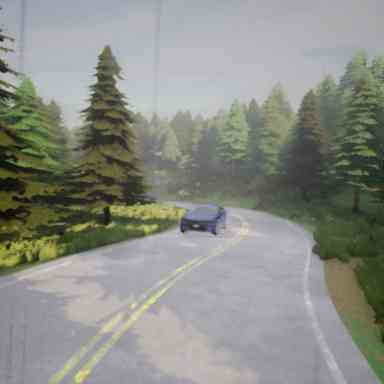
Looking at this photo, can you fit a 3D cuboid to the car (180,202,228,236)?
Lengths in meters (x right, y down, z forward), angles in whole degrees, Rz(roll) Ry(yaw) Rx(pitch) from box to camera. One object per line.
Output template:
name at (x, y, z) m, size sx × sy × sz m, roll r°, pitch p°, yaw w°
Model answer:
car at (0.810, 1.354, 18.172) m, size 1.882 × 1.535 × 5.008 m, roll 3°, pitch 0°, yaw 14°
